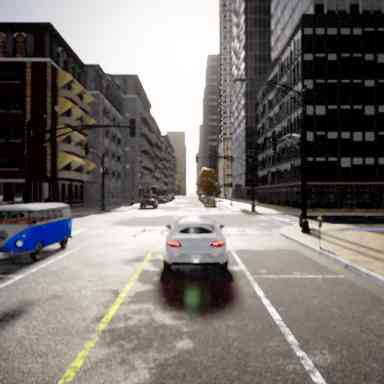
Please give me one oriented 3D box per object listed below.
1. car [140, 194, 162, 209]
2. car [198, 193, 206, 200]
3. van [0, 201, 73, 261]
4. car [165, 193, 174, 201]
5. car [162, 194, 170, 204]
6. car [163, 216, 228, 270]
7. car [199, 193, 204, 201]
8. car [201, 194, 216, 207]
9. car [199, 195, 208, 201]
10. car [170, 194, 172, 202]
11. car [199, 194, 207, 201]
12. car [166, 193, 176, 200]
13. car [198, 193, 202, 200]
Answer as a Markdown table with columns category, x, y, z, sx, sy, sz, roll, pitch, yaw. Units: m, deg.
| category | x | y | z | sx | sy | sz | roll | pitch | yaw |
| --- | --- | --- | --- | --- | --- | --- | --- | --- | --- |
| car | -5.644 | 1.228 | 44.257 | 2.192 | 1.841 | 5.009 | 0 | 0 | 0 |
| car | 2.777 | 1.260 | 95.218 | 2.192 | 1.841 | 5.009 | 0 | 0 | 0 |
| van | -5.649 | 1.307 | 11.851 | 1.690 | 1.788 | 3.998 | 1 | 0 | 0 |
| car | -5.622 | 1.354 | 72.570 | 1.967 | 1.590 | 4.097 | 0 | 0 | 0 |
| car | -5.632 | 1.472 | 61.245 | 1.947 | 1.339 | 4.313 | 0 | 0 | 0 |
| car | 0.111 | 1.494 | 10.781 | 1.812 | 1.442 | 4.674 | 0 | 0 | 0 |
| car | 2.748 | 1.432 | 61.408 | 1.752 | 1.417 | 4.829 | 0 | 0 | 0 |
| car | 2.740 | 1.433 | 50.083 | 1.752 | 1.417 | 4.829 | 0 | 0 | 0 |
| car | 2.761 | 1.486 | 78.227 | 1.947 | 1.339 | 4.313 | 0 | 0 | 0 |
| car | -5.628 | 1.491 | 66.908 | 1.802 | 1.307 | 4.206 | 0 | 0 | 0 |
| car | 2.767 | 1.367 | 83.890 | 1.967 | 1.590 | 4.097 | 0 | 0 | 0 |
| car | -5.607 | 1.250 | 89.560 | 2.192 | 1.841 | 5.009 | 0 | 0 | 0 |
| car | 2.757 | 1.439 | 72.733 | 1.752 | 1.417 | 4.829 | 0 | 0 | 0 |
